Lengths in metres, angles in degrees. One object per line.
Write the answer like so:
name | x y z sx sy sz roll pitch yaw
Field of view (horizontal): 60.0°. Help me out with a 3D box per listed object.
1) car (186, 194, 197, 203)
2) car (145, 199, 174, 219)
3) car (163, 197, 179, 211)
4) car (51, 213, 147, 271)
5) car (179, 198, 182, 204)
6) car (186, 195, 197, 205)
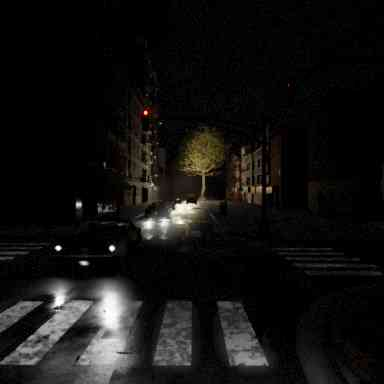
car | -0.077 1.329 69.338 2.097 1.767 4.553 0 0 0
car | -2.925 1.549 28.941 1.994 1.385 4.181 0 0 0
car | -2.942 1.482 40.487 1.837 1.490 4.892 0 0 0
car | -2.876 1.590 11.075 1.895 1.301 4.718 0 0 0
car | -2.907 1.562 60.093 1.994 1.385 4.181 0 0 0
car | -0.052 1.454 59.363 1.882 1.535 5.008 0 0 0
